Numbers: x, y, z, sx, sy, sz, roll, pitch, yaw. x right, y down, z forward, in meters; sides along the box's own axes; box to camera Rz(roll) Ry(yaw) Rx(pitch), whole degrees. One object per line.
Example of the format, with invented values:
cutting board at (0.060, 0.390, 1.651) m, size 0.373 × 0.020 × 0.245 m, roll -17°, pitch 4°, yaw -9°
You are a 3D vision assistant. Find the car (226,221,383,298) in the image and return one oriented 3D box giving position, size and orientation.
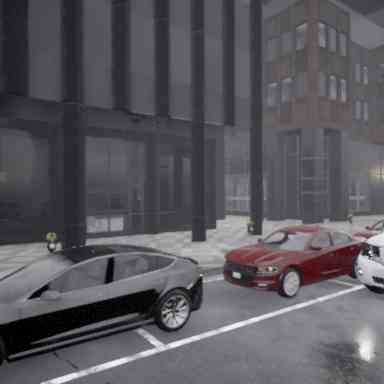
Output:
car at (2.809, 1.570, 8.535) m, size 4.507 × 1.381 × 1.887 m, roll 0°, pitch -1°, yaw -35°

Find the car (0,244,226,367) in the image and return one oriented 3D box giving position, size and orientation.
car at (-1.776, 1.572, 5.275) m, size 4.313 × 1.339 × 1.947 m, roll 0°, pitch -1°, yaw -35°

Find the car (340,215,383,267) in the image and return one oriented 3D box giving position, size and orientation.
car at (7.393, 1.588, 11.795) m, size 4.507 × 1.381 × 1.887 m, roll 0°, pitch -1°, yaw -35°

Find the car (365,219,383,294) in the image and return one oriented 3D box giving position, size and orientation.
car at (6.176, 1.254, 7.769) m, size 5.566 × 2.045 × 2.150 m, roll 0°, pitch 0°, yaw -35°
